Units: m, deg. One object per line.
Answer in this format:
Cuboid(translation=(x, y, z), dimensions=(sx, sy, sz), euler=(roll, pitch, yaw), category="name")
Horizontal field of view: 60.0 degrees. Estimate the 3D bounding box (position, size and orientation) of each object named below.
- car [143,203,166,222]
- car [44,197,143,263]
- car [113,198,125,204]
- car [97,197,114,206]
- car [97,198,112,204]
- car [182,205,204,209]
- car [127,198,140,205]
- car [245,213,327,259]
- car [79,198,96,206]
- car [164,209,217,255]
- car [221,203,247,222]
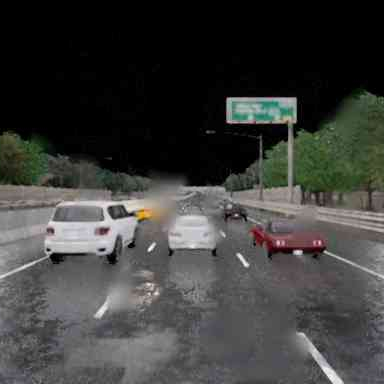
Cuboid(translation=(-3.401, 1.721, 29.177), dimensions=(1.882, 1.535, 5.008), euler=(0, 0, 1), category="car")
Cuboid(translation=(-3.479, 1.341, 12.524), dimensions=(2.150, 2.045, 5.566), euler=(0, 0, 0), category="car")
Cuboid(translation=(-16.938, 2.114, 77.267), dimensions=(1.994, 1.385, 4.181), euler=(0, 0, 1), category="car")
Cuboid(translation=(-17.098, 1.859, 65.957), dimensions=(2.097, 1.767, 4.553), euler=(0, 0, 1), category="car")
Cuboid(translation=(-20.431, 2.104, 77.737), dimensions=(2.033, 1.411, 5.357), euler=(0, 0, 1), category="car")
Cuboid(translation=(0.093, 1.803, 28.456), dimensions=(1.994, 1.385, 4.181), euler=(0, 0, 1), category="car")
Cuboid(translation=(-13.438, 2.087, 77.214), dimensions=(2.128, 1.511, 4.902), euler=(0, 0, 1), category="car")
Cuboid(translation=(3.531, 1.724, 13.201), dimensions=(1.895, 1.301, 4.718), euler=(0, 0, 1), category="car")
Cuboid(translation=(-20.596, 2.004, 65.947), dimensions=(1.837, 1.490, 4.892), euler=(0, 0, 1), category="car")
Cuboid(translation=(0.037, 1.653, 13.853), dimensions=(1.812, 1.442, 4.674), euler=(0, 0, 1), category="car")
Cuboid(translation=(3.599, 1.721, 29.139), dimensions=(1.882, 1.535, 5.008), euler=(0, 0, 1), category="car")
